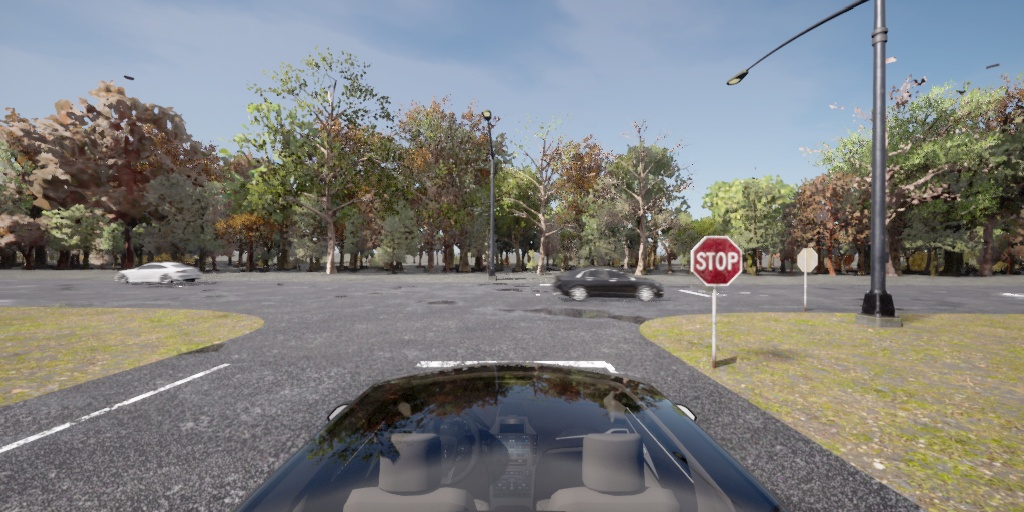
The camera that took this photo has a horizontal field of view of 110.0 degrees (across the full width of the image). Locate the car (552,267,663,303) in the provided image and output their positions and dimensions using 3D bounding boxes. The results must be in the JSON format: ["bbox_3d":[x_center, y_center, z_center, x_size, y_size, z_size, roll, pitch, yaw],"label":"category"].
[{"bbox_3d":[4.284,1.269,16.284,4.892,1.490,1.837,0,0,0],"label":"car"}]

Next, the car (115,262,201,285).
[{"bbox_3d":[-23.196,1.139,23.637,4.674,1.442,1.812,0,0,1],"label":"car"}]
